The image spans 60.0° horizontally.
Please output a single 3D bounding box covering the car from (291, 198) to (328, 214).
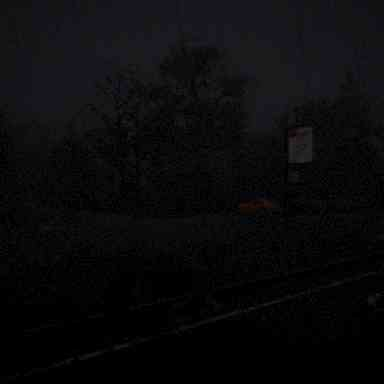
[{"bbox_3d":[10.847,1.385,34.246,2.097,1.535,5.008,0,0,-35],"label":"car"}]

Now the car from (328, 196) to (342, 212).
[{"bbox_3d":[13.118,1.432,35.861,2.002,1.452,4.674,0,0,-35],"label":"car"}]

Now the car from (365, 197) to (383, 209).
[{"bbox_3d":[26.824,1.478,45.416,1.946,1.575,5.366,0,0,-36],"label":"car"}]

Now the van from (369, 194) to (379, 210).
[{"bbox_3d":[19.850,1.202,40.803,1.878,1.987,4.442,0,0,-36],"label":"van"}]

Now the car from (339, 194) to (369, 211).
[{"bbox_3d":[17.672,1.288,39.068,2.185,1.767,4.553,0,0,-36],"label":"car"}]

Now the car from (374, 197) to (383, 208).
[{"bbox_3d":[28.985,1.498,47.183,2.097,1.535,5.008,0,0,-36],"label":"car"}]

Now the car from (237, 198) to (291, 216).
[{"bbox_3d":[6.318,1.384,31.007,2.097,1.535,5.008,0,0,-35],"label":"car"}]

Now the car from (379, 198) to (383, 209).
[{"bbox_3d":[24.451,1.503,43.945,2.002,1.452,4.674,0,0,-36],"label":"car"}]
